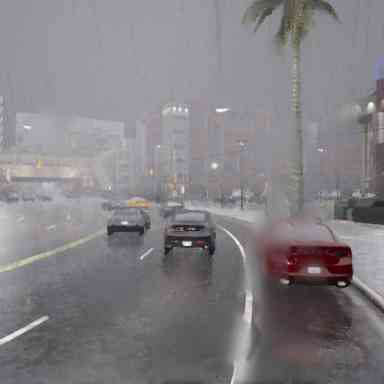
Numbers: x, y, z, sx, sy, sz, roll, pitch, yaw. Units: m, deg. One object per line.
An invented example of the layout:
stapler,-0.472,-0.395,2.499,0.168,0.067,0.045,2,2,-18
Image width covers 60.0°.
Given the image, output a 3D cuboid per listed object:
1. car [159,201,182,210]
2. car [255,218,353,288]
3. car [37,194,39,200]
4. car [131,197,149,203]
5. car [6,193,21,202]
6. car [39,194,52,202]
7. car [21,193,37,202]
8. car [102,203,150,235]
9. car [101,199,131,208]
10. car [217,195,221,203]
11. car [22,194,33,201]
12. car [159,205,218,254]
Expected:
car,-1.704,1.481,28.544,1.812,1.442,4.674,0,0,-13
car,2.862,1.470,9.351,1.882,1.535,5.008,0,0,8
car,-36.984,1.349,82.596,1.994,1.385,4.181,0,0,-28
car,-6.878,1.403,41.126,1.882,1.535,5.008,0,0,-26
car,-38.145,1.290,71.209,2.097,1.535,5.008,0,0,-29
car,-32.002,1.417,73.296,1.895,1.301,4.718,0,0,-28
car,-34.853,1.370,71.206,1.994,1.385,4.181,0,0,-28
car,-3.484,1.529,18.704,1.994,1.385,4.181,0,0,-3
car,-8.838,1.474,37.392,2.033,1.411,5.357,0,0,-27
car,5.484,1.186,57.322,2.185,1.767,4.553,0,0,-29
car,-40.082,1.317,80.968,2.128,1.511,4.902,0,0,-28
car,0.012,1.484,13.503,1.837,1.490,4.892,1,0,4
